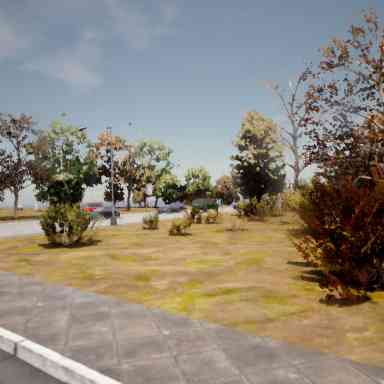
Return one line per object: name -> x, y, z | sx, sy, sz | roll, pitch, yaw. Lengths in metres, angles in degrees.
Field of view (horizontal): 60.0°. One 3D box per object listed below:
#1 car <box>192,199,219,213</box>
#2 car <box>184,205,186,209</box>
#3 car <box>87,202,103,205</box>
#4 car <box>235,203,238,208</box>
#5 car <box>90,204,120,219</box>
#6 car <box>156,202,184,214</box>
car -> 2.123, 2.071, 50.942 | 2.150, 2.045, 5.566 | -3, -2, 32
car -> -3.037, 2.544, 56.124 | 2.097, 1.767, 4.553 | -3, -2, 32
car -> -12.966, 2.296, 40.356 | 2.150, 2.045, 5.566 | -3, -2, 32
car -> 9.368, 2.574, 62.406 | 1.895, 1.301, 4.718 | -3, -2, 33
car -> -10.242, 2.439, 38.095 | 1.812, 1.442, 4.674 | -3, -2, 32
car -> -3.485, 2.547, 48.861 | 1.994, 1.385, 4.181 | -3, -2, 32
